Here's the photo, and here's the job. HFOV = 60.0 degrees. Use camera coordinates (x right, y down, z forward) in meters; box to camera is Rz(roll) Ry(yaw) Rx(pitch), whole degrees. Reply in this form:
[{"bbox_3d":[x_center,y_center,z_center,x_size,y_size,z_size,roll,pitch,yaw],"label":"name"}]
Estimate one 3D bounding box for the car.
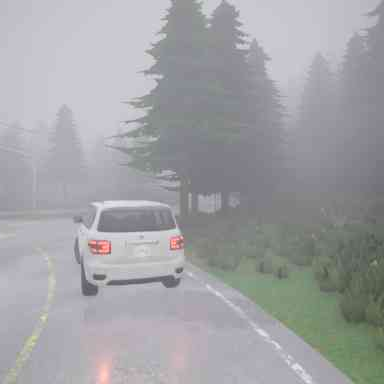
[{"bbox_3d":[-1.914,1.224,9.027,2.150,2.045,5.566,0,0,-20],"label":"car"}]
